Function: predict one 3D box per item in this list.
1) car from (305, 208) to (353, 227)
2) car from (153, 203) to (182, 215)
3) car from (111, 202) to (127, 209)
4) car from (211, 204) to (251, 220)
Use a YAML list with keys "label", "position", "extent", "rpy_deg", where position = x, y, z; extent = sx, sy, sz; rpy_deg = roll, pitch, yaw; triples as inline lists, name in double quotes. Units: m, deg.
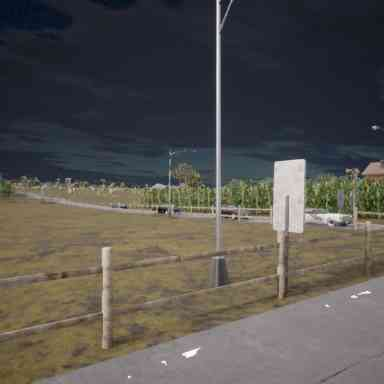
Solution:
- label: "car"
  position: [9.787, 1.919, 25.613]
  extent: [1.895, 1.301, 4.718]
  rpy_deg: [3, -3, -37]
- label: "car"
  position: [-3.262, 2.253, 43.880]
  extent: [1.882, 1.535, 5.008]
  rpy_deg: [3, -3, -36]
- label: "car"
  position: [-14.161, 2.596, 64.238]
  extent: [1.994, 1.385, 4.181]
  rpy_deg: [3, -1, -35]
- label: "car"
  position: [3.879, 2.036, 33.840]
  extent: [1.837, 1.490, 4.892]
  rpy_deg: [3, -2, -36]
